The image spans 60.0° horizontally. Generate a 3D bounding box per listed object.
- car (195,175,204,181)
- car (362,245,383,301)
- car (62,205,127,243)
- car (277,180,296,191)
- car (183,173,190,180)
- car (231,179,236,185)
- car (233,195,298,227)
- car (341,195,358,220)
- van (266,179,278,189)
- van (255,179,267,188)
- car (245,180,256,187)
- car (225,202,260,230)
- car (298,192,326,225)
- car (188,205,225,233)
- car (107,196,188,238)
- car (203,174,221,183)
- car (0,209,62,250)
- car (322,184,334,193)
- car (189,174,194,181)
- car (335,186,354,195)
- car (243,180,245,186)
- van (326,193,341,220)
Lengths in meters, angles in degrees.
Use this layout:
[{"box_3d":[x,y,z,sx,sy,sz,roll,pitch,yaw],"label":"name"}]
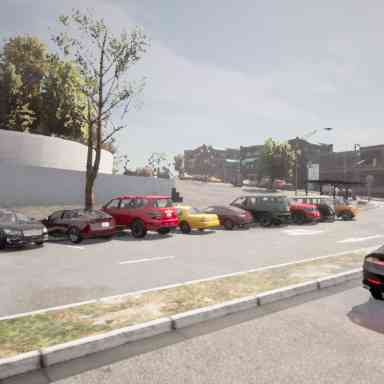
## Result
[{"box_3d":[3.910,-3.697,88.660,2.435,2.045,5.566,7,3,34],"label":"car"},{"box_3d":[5.552,1.501,7.082,4.902,1.511,2.128,0,0,-35],"label":"car"},{"box_3d":[-5.775,1.525,16.113,4.792,1.488,2.163,-1,-1,35],"label":"car"},{"box_3d":[19.494,-0.991,66.536,2.231,1.521,4.892,7,3,35],"label":"car"},{"box_3d":[0.388,-4.084,93.597,2.185,1.767,4.553,4,1,33],"label":"car"},{"box_3d":[10.862,-2.316,78.887,2.002,1.452,4.674,7,3,35],"label":"car"},{"box_3d":[4.026,1.263,23.066,5.566,2.045,2.435,-1,-1,35],"label":"car"},{"box_3d":[11.489,1.404,28.188,4.553,1.767,2.185,-1,-1,35],"label":"car"},{"box_3d":[17.735,-1.490,68.899,1.878,1.987,4.442,7,4,35],"label":"van"},{"box_3d":[16.007,-1.763,71.371,1.878,1.987,4.442,7,4,35],"label":"van"},{"box_3d":[14.434,-1.811,74.103,1.946,1.575,5.366,7,3,35],"label":"car"},{"box_3d":[1.598,1.549,21.310,4.674,1.452,2.002,-1,-1,35],"label":"car"},{"box_3d":[6.540,1.268,24.770,5.566,2.045,2.435,-1,-1,35],"label":"car"},{"box_3d":[-1.009,1.503,19.683,5.366,1.575,1.946,-1,-1,35],"label":"car"},{"box_3d":[-3.330,1.248,17.857,5.566,2.045,2.435,-1,-1,35],"label":"car"},{"box_3d":[5.760,-3.175,86.399,1.946,1.575,5.366,7,3,34],"label":"car"},{"box_3d":[-8.196,1.494,14.367,4.892,1.521,2.231,-1,-1,35],"label":"car"},{"box_3d":[24.701,-0.425,59.148,2.435,2.045,5.566,7,3,35],"label":"car"},{"box_3d":[2.117,-3.849,91.126,2.185,1.767,4.553,6,3,34],"label":"car"},{"box_3d":[26.391,0.137,56.675,2.002,1.452,4.674,7,3,35],"label":"car"},{"box_3d":[12.603,-2.042,76.424,2.002,1.452,4.674,7,4,35],"label":"car"},{"box_3d":[9.080,1.297,26.439,4.442,1.987,1.878,-1,-1,35],"label":"van"}]
